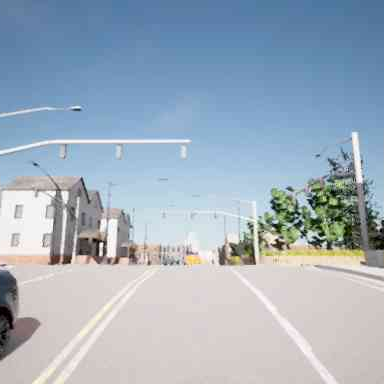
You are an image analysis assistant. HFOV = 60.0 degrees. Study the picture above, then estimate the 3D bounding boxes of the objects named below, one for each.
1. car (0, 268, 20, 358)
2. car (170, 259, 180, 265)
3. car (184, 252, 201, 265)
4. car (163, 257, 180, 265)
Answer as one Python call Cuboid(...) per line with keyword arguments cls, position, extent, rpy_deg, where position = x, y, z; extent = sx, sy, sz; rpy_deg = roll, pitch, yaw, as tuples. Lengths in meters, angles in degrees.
Cuboid(cls="car", position=(-3.582, 1.561, 3.195), extent=(2.128, 1.511, 4.902), rpy_deg=(0, -2, 0))
Cuboid(cls="car", position=(-3.524, 14.701, 69.892), extent=(1.895, 1.301, 4.718), rpy_deg=(0, -12, 0))
Cuboid(cls="car", position=(0.085, 8.738, 43.719), extent=(2.097, 1.767, 4.553), rpy_deg=(0, -12, 0))
Cuboid(cls="car", position=(-3.570, 11.325, 54.654), extent=(2.033, 1.411, 5.357), rpy_deg=(0, -12, 1))
